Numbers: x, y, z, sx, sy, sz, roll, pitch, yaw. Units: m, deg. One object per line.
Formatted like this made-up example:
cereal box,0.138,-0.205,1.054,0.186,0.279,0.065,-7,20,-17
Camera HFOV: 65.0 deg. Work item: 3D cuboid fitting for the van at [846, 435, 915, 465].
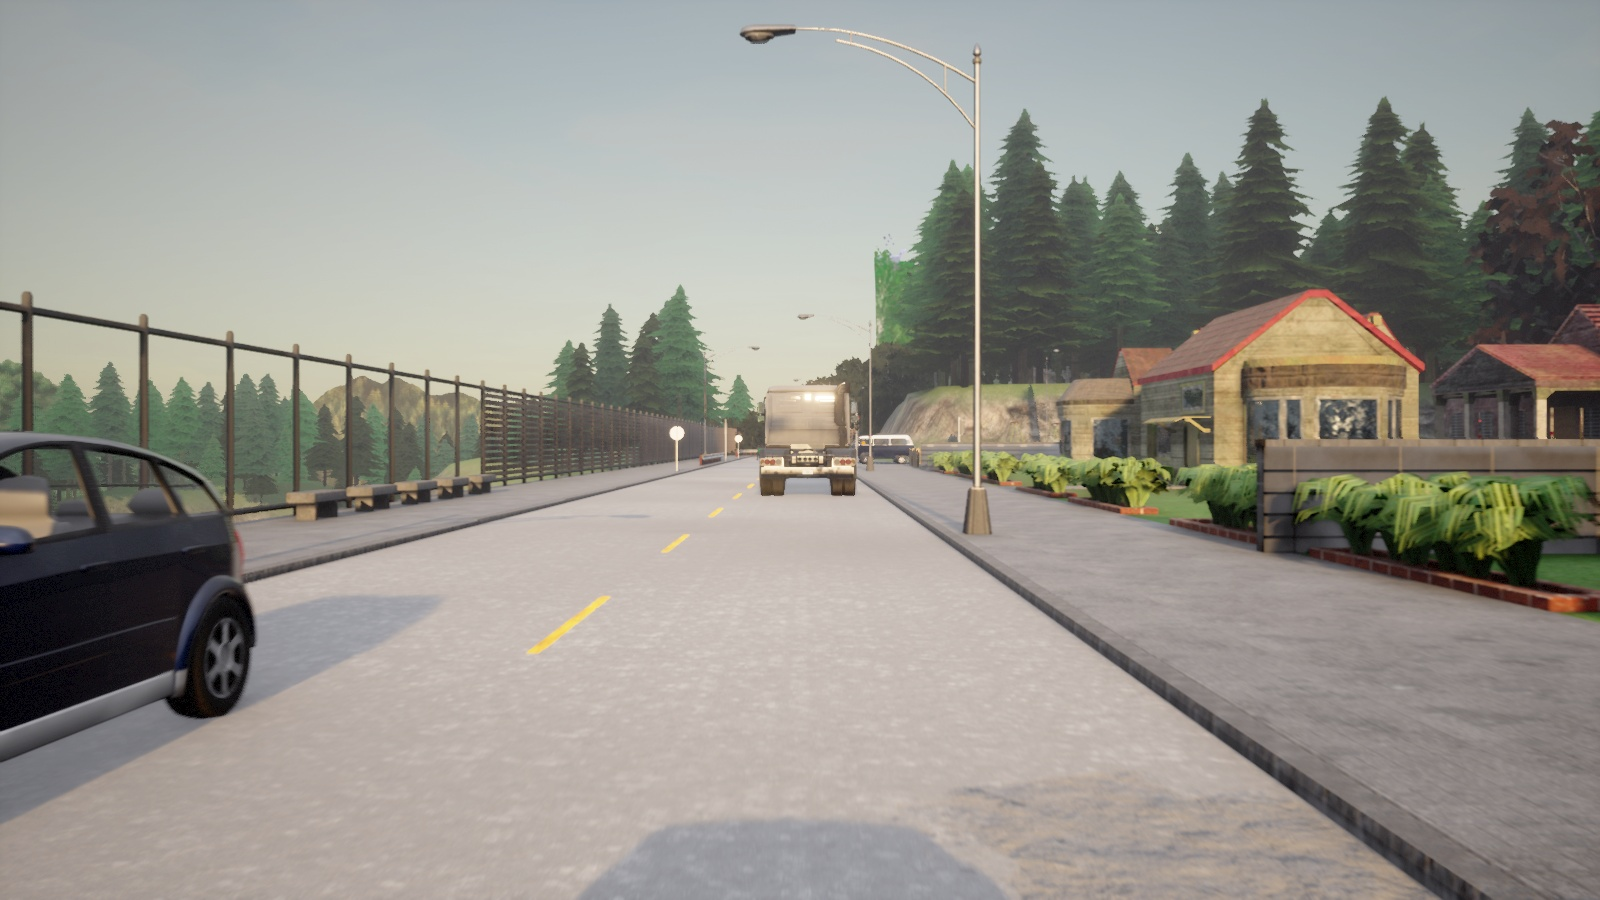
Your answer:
van,5.492,-0.011,86.118,4.480,2.038,2.069,0,0,-5

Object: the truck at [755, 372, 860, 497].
truck,0.237,-0.453,38.669,2.891,3.462,7.936,0,0,0

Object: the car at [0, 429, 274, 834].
car,-3.954,0.691,5.434,1.789,1.549,3.705,0,0,0
